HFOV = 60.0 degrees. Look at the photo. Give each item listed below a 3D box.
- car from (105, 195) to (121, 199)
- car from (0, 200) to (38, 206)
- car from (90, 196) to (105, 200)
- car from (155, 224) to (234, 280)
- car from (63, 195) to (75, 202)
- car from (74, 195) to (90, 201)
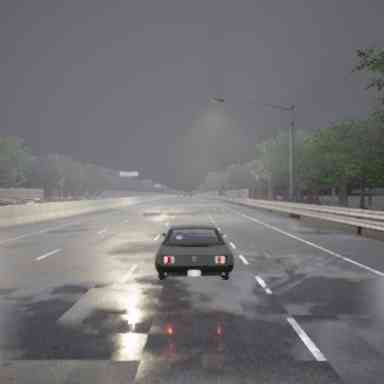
[{"bbox_3d":[-17.703,1.516,76.475,2.097,1.767,4.553,0,0,0],"label":"car"},{"bbox_3d":[-17.647,1.611,34.619,2.128,1.511,4.902,0,0,0],"label":"car"},{"bbox_3d":[-21.203,1.639,76.431,1.882,1.535,5.008,0,0,0],"label":"car"},{"bbox_3d":[0.039,1.630,10.047,1.895,1.301,4.718,0,0,-1],"label":"car"},{"bbox_3d":[-28.206,1.448,77.267,2.097,1.767,4.553,0,0,0],"label":"car"},{"bbox_3d":[-24.703,1.661,76.419,1.837,1.490,4.892,0,0,0],"label":"car"}]
